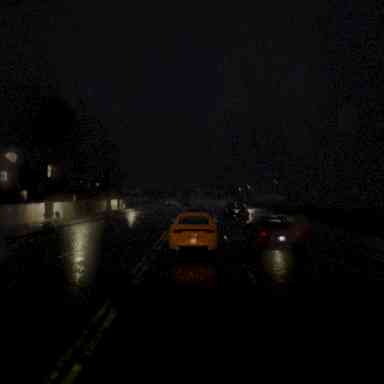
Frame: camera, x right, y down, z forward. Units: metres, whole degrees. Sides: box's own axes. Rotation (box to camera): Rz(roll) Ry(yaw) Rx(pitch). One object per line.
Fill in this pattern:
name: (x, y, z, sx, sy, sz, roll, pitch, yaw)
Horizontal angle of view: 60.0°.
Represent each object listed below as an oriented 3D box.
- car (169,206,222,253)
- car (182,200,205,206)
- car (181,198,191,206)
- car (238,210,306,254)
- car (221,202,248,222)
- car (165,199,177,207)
car: (0.098, 1.618, 14.430, 1.882, 1.535, 5.008, 0, 0, 1)
car: (0.437, 1.768, 29.398, 1.882, 1.535, 5.008, 0, 0, 2)
car: (-0.916, 2.063, 66.752, 2.097, 1.767, 4.553, 0, -1, 4)
car: (3.343, 1.701, 14.231, 1.994, 1.385, 4.181, 0, -1, 1)
car: (3.669, 1.633, 28.911, 2.097, 1.767, 4.553, 0, -1, 2)
car: (-4.162, 2.190, 66.897, 1.882, 1.535, 5.008, 0, 0, 4)
